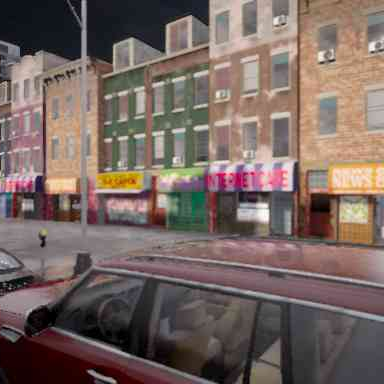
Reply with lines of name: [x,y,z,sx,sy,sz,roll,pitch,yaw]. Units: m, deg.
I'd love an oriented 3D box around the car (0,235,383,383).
car: [0.083,1.320,2.747,5.009,1.841,2.192,0,0,35]
